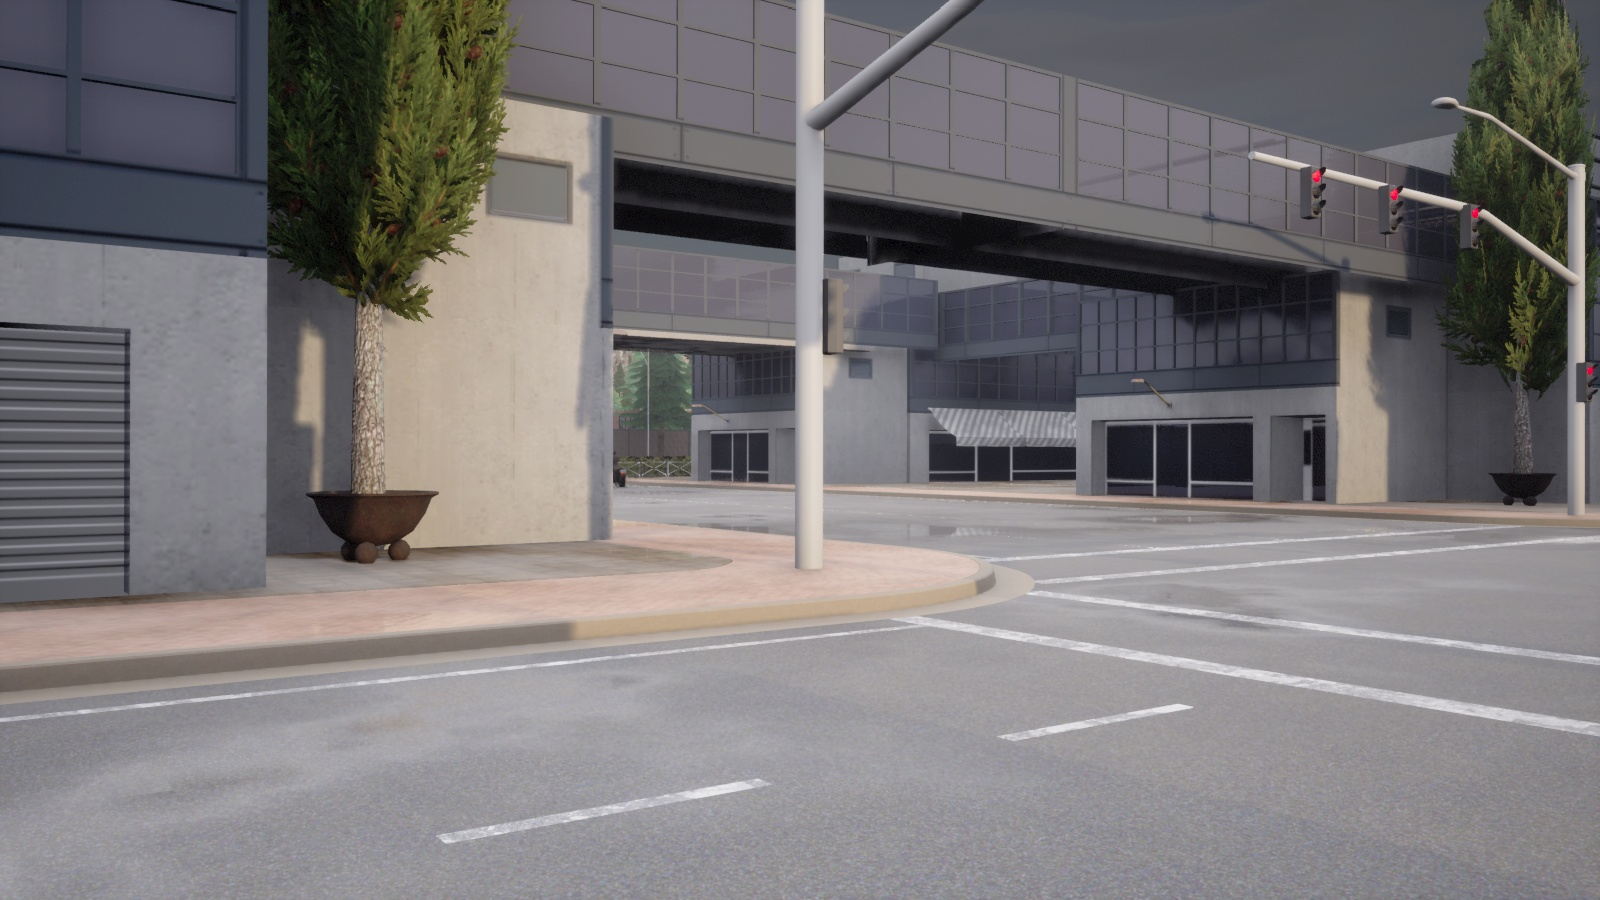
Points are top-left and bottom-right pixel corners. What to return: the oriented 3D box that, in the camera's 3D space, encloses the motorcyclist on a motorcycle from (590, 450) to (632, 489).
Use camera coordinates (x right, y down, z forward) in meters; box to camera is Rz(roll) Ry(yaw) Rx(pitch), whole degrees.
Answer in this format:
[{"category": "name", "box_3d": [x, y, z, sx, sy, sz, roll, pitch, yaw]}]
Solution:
[{"category": "motorcyclist on a motorcycle", "box_3d": [-8.143, 0.845, 54.063, 0.766, 1.649, 2.350, 0, 0, -36]}]
